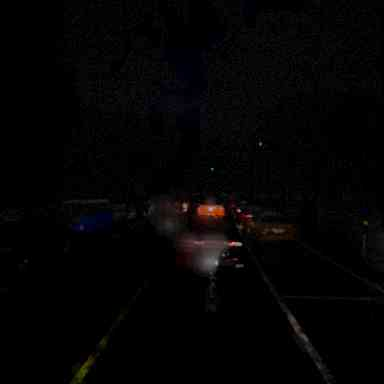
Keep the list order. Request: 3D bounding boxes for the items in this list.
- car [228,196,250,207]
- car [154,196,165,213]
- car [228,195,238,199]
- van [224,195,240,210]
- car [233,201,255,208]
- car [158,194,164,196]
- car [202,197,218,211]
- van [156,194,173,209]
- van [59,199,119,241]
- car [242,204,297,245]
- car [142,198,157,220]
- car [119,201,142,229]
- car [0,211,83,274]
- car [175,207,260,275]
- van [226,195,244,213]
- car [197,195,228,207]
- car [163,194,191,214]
[{"bbox_3d":[4.140,1.388,26.127,1.967,1.590,4.097,0,0,3],"label":"car"},{"bbox_3d":[-4.084,1.379,31.855,1.752,1.417,4.829,0,0,3],"label":"car"},{"bbox_3d":[4.439,1.248,31.556,2.192,1.841,5.009,0,0,3],"label":"car"},{"bbox_3d":[5.036,1.245,42.415,1.690,1.788,3.998,0,0,3],"label":"van"},{"bbox_3d":[3.841,1.508,20.698,1.887,1.381,4.507,0,0,3],"label":"car"},{"bbox_3d":[-3.775,1.279,37.453,1.967,1.590,4.097,0,0,3],"label":"car"},{"bbox_3d":[2.172,1.409,40.651,1.812,1.442,4.674,1,0,3],"label":"car"},{"bbox_3d":[-3.476,1.165,42.883,1.690,1.788,3.998,0,0,3],"label":"van"},{"bbox_3d":[-4.968,1.240,15.736,1.690,1.788,3.998,0,0,3],"label":"van"},{"bbox_3d":[3.552,1.503,15.438,1.752,1.417,4.829,0,0,3],"label":"car"},{"bbox_3d":[-4.373,1.434,26.595,1.947,1.339,4.313,0,0,3],"label":"car"},{"bbox_3d":[-4.681,1.409,20.996,1.752,1.417,4.829,0,0,3],"label":"car"},{"bbox_3d":[-5.268,1.481,10.307,1.947,1.339,4.313,0,0,3],"label":"car"},{"bbox_3d":[0.608,1.460,10.355,2.128,1.511,4.902,1,0,3],"label":"car"},{"bbox_3d":[4.737,1.259,36.986,1.690,1.788,3.998,0,0,3],"label":"van"},{"bbox_3d":[1.475,1.275,26.130,2.097,1.767,4.553,1,0,3],"label":"car"},{"bbox_3d":[-1.296,1.225,33.314,2.097,1.767,4.553,1,0,4],"label":"car"}]
